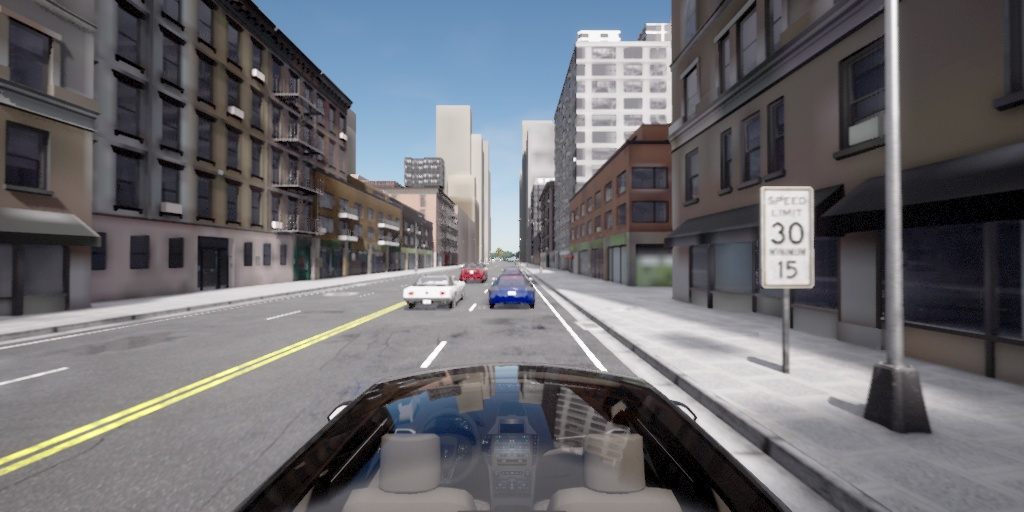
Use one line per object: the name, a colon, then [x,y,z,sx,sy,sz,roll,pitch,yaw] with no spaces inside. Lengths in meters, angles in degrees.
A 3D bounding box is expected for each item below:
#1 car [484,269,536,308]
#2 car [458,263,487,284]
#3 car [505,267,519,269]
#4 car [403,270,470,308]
car: [0.005,1.451,16.140,1.994,1.385,4.181,0,-1,0]
car: [-3.243,1.379,30.928,2.097,1.767,4.553,0,-1,0]
car: [0.006,1.595,31.151,1.994,1.385,4.181,0,-1,0]
car: [-3.246,1.486,15.957,1.895,1.301,4.718,0,-1,0]
